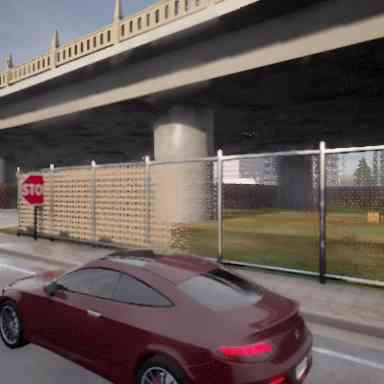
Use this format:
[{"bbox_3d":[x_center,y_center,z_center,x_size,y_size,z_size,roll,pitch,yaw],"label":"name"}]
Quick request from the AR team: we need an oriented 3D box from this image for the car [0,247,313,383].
[{"bbox_3d":[-0.814,1.519,4.568,4.674,1.442,1.812,0,0,35],"label":"car"}]
